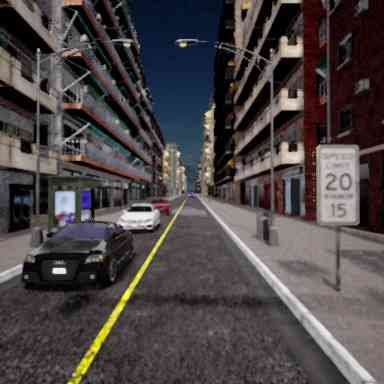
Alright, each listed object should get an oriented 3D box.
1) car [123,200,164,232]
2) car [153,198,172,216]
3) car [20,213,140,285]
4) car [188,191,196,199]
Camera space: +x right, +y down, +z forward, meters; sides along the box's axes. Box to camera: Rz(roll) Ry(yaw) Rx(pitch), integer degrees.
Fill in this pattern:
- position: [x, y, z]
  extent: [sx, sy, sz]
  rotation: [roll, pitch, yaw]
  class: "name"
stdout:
- position: [-2.856, 1.382, 18.961]
  extent: [1.812, 1.442, 4.674]
  rotation: [0, 0, 0]
  class: "car"
- position: [-2.851, 1.262, 29.981]
  extent: [1.882, 1.535, 5.008]
  rotation: [0, 0, 0]
  class: "car"
- position: [-2.849, 1.492, 9.127]
  extent: [1.994, 1.385, 4.181]
  rotation: [0, 0, 0]
  class: "car"
- position: [-0.044, 1.082, 85.825]
  extent: [1.895, 1.301, 4.718]
  rotation: [0, 0, 0]
  class: "car"
